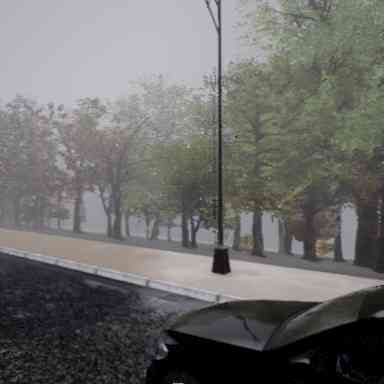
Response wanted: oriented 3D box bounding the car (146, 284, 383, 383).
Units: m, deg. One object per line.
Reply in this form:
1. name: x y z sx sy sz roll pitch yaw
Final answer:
1. car: 1.708 1.505 2.584 4.674 1.442 1.812 0 0 38
